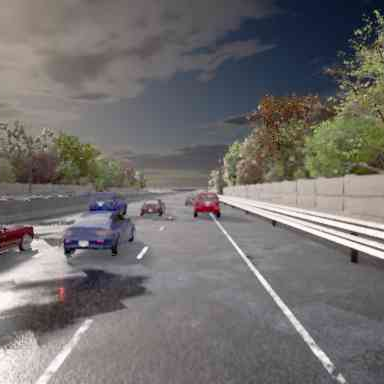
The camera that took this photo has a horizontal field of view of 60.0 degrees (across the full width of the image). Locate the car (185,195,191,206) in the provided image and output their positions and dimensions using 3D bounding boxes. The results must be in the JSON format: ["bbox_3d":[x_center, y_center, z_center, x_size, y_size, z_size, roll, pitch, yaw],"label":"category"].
[{"bbox_3d":[-0.011,1.181,48.909,2.128,1.511,4.902,0,0,0],"label":"car"}]

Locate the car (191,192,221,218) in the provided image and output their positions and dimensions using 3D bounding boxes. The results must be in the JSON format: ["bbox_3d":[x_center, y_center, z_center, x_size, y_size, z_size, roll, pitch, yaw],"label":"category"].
[{"bbox_3d":[1.207,1.032,28.329,2.150,2.045,5.566,0,0,0],"label":"car"}]

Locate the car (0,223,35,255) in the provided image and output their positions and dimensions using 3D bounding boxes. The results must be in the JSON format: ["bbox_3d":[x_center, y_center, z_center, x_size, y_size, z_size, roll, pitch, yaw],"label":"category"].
[{"bbox_3d":[-6.905,1.523,10.560,1.895,1.301,4.718,0,0,0],"label":"car"}]

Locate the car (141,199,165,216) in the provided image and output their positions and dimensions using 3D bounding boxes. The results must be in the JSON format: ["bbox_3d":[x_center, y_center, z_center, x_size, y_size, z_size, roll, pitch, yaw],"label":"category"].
[{"bbox_3d":[-3.417,1.325,29.657,1.812,1.442,4.674,0,0,0],"label":"car"}]

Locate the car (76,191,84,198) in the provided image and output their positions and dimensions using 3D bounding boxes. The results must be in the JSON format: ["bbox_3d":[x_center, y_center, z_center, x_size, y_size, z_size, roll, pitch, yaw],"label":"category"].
[{"bbox_3d":[-24.546,0.709,75.554,2.150,2.045,5.566,0,0,0],"label":"car"}]

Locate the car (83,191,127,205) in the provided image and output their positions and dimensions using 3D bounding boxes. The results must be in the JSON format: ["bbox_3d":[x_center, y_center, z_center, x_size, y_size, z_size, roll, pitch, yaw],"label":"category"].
[{"bbox_3d":[-6.921,1.032,27.823,2.150,2.045,5.566,0,0,0],"label":"car"}]

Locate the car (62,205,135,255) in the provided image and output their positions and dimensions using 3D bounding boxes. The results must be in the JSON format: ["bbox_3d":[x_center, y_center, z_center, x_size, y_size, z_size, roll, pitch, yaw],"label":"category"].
[{"bbox_3d":[-3.409,1.432,12.748,1.812,1.442,4.674,0,0,0],"label":"car"}]

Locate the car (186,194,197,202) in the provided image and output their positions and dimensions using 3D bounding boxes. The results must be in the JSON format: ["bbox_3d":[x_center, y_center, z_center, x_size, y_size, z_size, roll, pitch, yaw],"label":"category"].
[{"bbox_3d":[-0.038,1.175,62.771,1.994,1.385,4.181,0,0,0],"label":"car"}]

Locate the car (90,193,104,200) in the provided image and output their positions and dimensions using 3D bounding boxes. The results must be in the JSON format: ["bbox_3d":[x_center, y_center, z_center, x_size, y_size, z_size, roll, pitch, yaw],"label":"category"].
[{"bbox_3d":[-21.045,0.939,73.709,1.812,1.442,4.674,0,0,0],"label":"car"}]

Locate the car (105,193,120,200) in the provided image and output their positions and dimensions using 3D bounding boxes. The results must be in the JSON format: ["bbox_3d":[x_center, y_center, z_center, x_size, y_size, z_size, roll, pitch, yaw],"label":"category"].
[{"bbox_3d":[-17.544,0.955,73.711,2.033,1.411,5.357,0,0,0],"label":"car"}]

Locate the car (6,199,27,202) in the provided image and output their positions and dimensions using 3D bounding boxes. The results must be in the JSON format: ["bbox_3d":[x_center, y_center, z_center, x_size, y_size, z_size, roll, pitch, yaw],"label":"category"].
[{"bbox_3d":[-17.615,1.381,33.059,1.895,1.301,4.718,0,0,0],"label":"car"}]
